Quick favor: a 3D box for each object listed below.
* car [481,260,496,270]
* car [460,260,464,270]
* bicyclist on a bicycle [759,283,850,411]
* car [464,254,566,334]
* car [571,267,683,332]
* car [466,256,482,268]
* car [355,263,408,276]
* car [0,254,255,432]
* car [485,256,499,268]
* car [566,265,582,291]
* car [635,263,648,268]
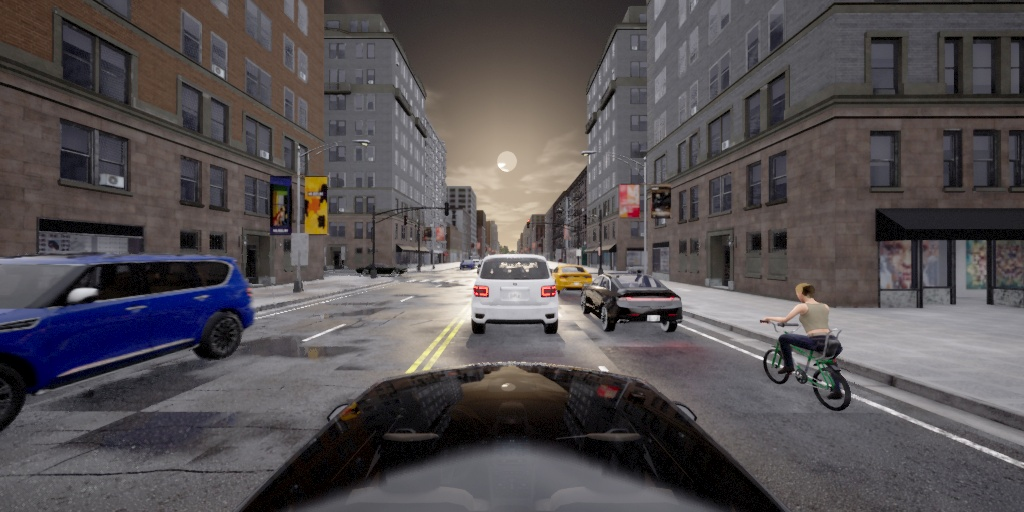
[{"bbox_3d":[-3.444,1.330,53.082,1.994,1.385,4.181,0,0,0],"label":"car"},{"bbox_3d":[-6.702,1.244,54.092,1.882,1.535,5.008,0,0,0],"label":"car"},{"bbox_3d":[4.129,1.187,5.131,0.866,1.612,1.509,0,0,0],"label":"bicyclist on a bicycle"},{"bbox_3d":[0.079,0.972,10.750,2.150,2.045,5.566,0,0,0],"label":"car"},{"bbox_3d":[3.323,1.242,10.821,2.128,1.511,4.902,0,0,0],"label":"car"},{"bbox_3d":[-6.690,0.990,64.036,2.150,2.045,5.566,0,0,0],"label":"car"},{"bbox_3d":[-13.036,1.344,36.093,4.718,1.301,1.895,0,0,-4],"label":"car"},{"bbox_3d":[-6.609,0.973,5.419,2.150,2.045,5.566,0,0,0],"label":"car"},{"bbox_3d":[-3.449,0.990,62.423,2.150,2.045,5.566,0,0,0],"label":"car"},{"bbox_3d":[3.211,1.231,20.311,1.882,1.535,5.008,0,0,0],"label":"car"},{"bbox_3d":[14.974,1.409,38.708,4.718,1.301,1.895,0,0,1],"label":"car"}]
